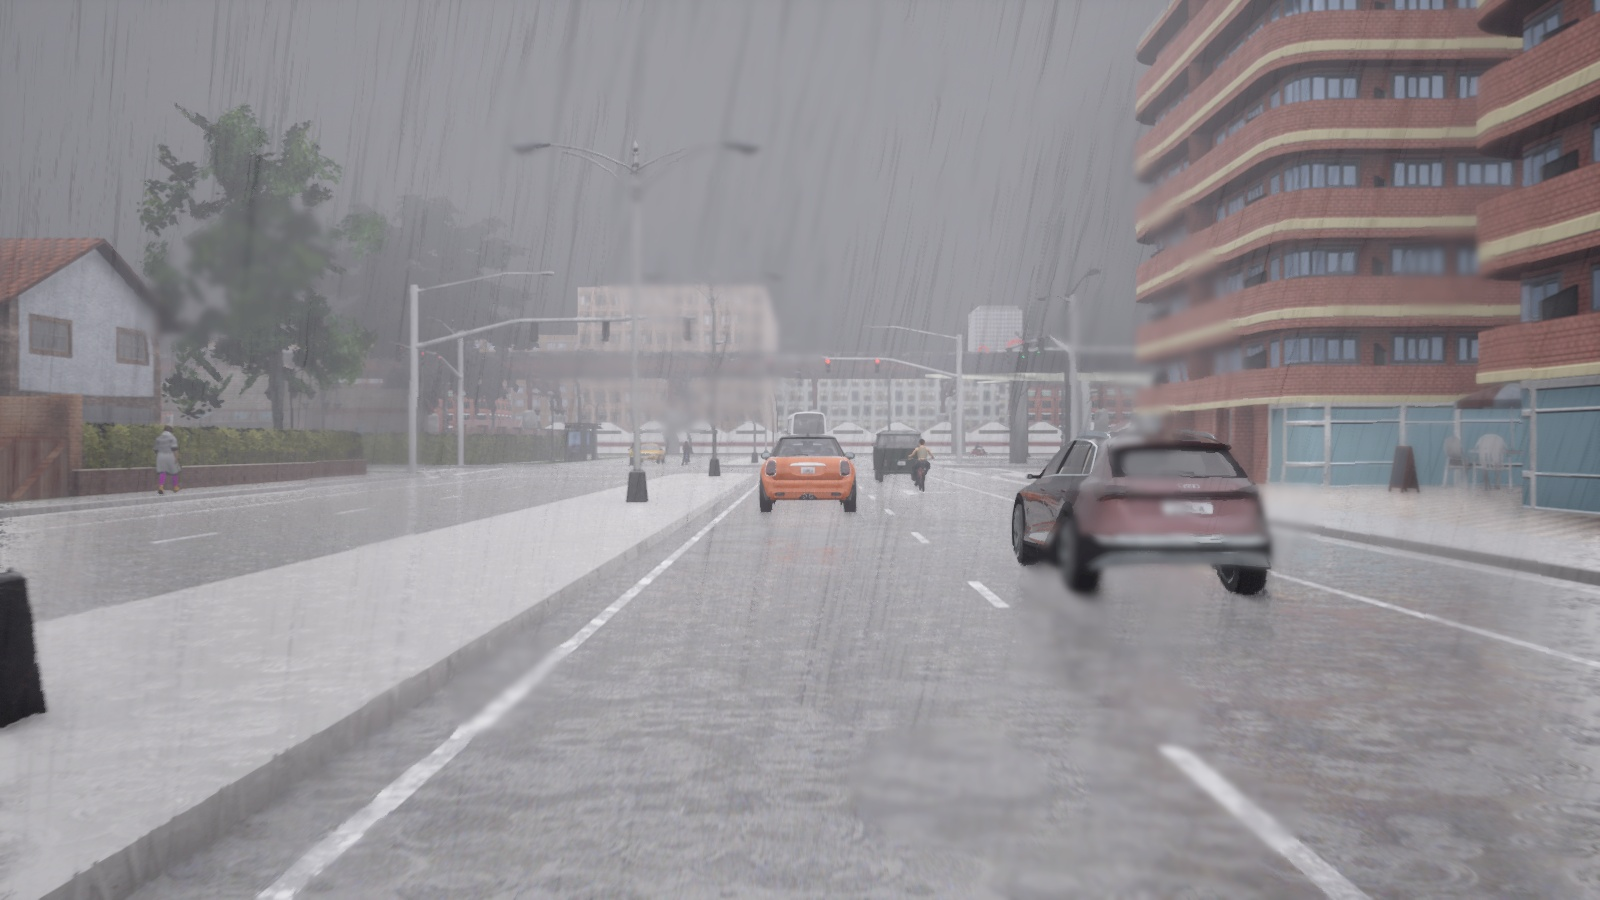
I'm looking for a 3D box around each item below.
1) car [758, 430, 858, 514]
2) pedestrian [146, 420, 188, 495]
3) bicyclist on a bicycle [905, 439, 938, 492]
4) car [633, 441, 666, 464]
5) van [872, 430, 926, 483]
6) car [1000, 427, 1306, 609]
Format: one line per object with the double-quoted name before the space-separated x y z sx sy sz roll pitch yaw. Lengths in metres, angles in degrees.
"car" 0.179 0.443 28.704 2.097 1.767 4.553 0 0 0
"pedestrian" -16.795 0.200 33.335 0.659 1.952 0.873 0 0 -1
"bicyclist on a bicycle" 3.737 0.467 38.684 0.866 1.612 1.509 0 0 0
"car" -10.963 0.159 91.828 1.801 1.575 5.366 0 0 0
"van" 3.793 0.228 48.707 1.775 1.987 4.442 0 0 0
"car" 3.594 0.601 13.838 2.033 1.649 4.856 0 0 0
